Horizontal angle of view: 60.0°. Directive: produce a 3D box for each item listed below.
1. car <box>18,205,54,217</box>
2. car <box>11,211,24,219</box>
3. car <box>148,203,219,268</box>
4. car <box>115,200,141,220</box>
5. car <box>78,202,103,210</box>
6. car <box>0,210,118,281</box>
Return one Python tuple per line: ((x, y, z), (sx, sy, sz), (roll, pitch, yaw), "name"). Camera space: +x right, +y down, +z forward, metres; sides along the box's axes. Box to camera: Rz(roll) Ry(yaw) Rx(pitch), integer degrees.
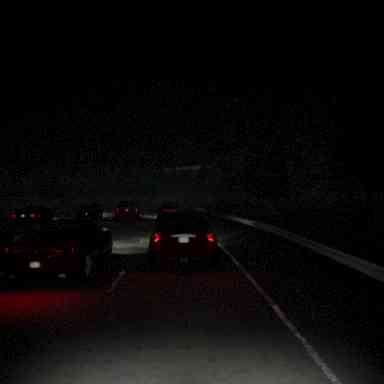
((-12.162, 1.733, 25.747), (2.033, 1.411, 5.357), (0, 0, -7), "car")
((-7.246, 1.556, 9.943), (1.882, 1.535, 5.008), (0, 0, -3), "car")
((-0.356, 1.424, 11.751), (2.097, 1.767, 4.553), (0, 0, -3), "car")
((-5.730, 1.546, 29.953), (2.097, 1.767, 4.553), (0, 0, -8), "car")
((-9.424, 1.701, 31.008), (2.128, 1.511, 4.902), (0, 0, -9), "car")
((-3.752, 1.549, 10.178), (1.882, 1.535, 5.008), (0, 0, -3), "car")
